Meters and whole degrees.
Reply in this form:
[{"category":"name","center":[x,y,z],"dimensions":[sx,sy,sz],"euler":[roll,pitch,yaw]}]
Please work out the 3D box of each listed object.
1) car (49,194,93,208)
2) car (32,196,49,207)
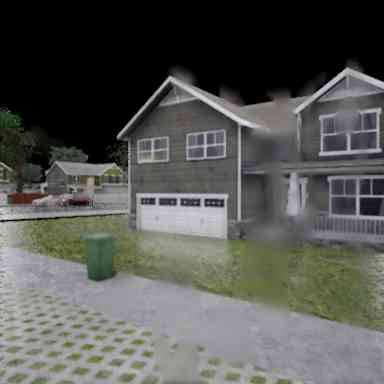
[{"category":"car","center":[-14.598,0.998,41.058],"dimensions":[2.097,1.767,4.553],"euler":[0,0,37]},{"category":"car","center":[-17.804,1.158,42.197],"dimensions":[1.812,1.442,4.674],"euler":[0,0,37]}]
